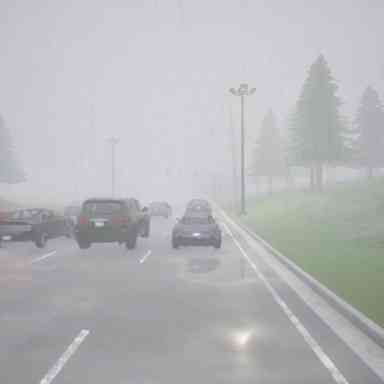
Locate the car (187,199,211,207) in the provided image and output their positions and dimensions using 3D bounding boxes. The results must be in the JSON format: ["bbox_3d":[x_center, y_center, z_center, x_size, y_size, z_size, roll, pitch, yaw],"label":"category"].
[{"bbox_3d":[0.618,1.364,29.516,2.097,1.767,4.553,0,0,2],"label":"car"}]

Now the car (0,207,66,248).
[{"bbox_3d":[-6.774,1.492,14.736,2.128,1.511,4.902,0,0,2],"label":"car"}]

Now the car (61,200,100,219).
[{"bbox_3d":[-9.877,1.530,29.823,1.812,1.442,4.674,0,0,2],"label":"car"}]

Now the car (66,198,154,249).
[{"bbox_3d":[-3.275,1.255,14.673,2.150,2.045,5.566,0,0,2],"label":"car"}]

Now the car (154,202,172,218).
[{"bbox_3d":[-2.880,1.561,29.638,2.033,1.411,5.357,0,0,2],"label":"car"}]

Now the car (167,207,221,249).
[{"bbox_3d":[0.223,1.570,14.551,1.994,1.385,4.181,0,0,2],"label":"car"}]

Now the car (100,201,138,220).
[{"bbox_3d":[-6.379,1.560,29.730,2.033,1.411,5.357,0,0,2],"label":"car"}]
